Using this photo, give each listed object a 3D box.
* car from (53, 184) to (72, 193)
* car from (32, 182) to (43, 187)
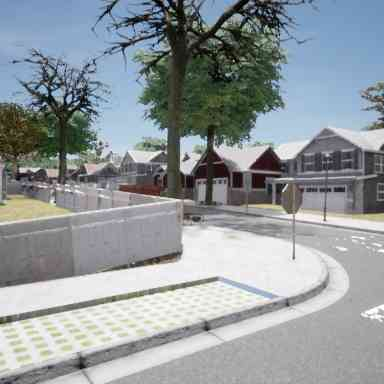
[{"bbox_3d":[-18.226,-0.465,46.958,1.812,1.442,4.674,1,2,-35],"label":"car"},{"bbox_3d":[-35.710,-1.764,77.150,1.895,1.301,4.718,1,1,-35],"label":"car"}]
